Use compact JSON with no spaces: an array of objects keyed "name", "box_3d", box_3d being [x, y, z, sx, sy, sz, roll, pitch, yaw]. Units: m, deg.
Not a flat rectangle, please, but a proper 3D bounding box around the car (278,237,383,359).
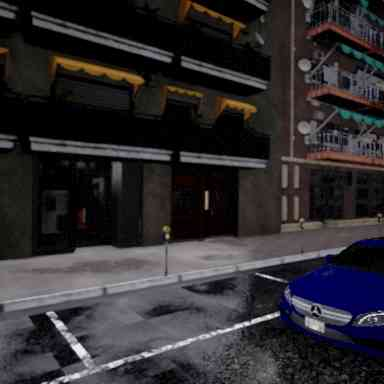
[{"name":"car","box_3d":[3.581,1.585,5.931,4.674,1.442,1.812,1,0,-35]}]
